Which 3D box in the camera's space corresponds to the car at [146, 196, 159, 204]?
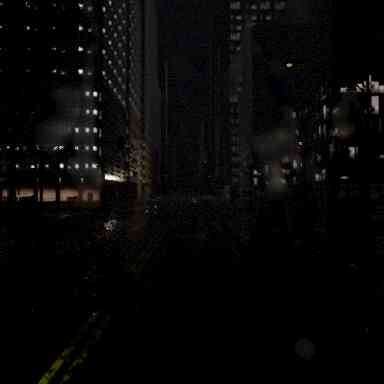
[{"bbox_3d":[-7.188,1.438,60.682,1.812,1.442,4.674,0,0,-1],"label":"car"}]
